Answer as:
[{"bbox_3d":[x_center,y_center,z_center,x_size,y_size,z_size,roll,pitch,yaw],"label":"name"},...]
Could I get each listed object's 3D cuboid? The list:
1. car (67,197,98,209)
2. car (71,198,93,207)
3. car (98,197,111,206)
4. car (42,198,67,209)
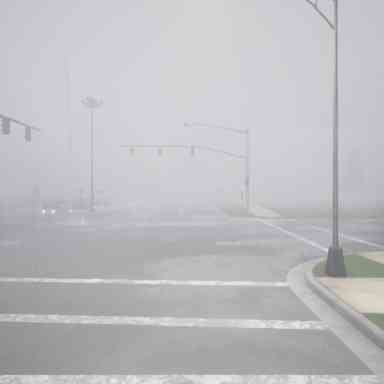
[{"bbox_3d":[-14.506,1.505,44.325,1.837,1.490,4.892,0,0,1],"label":"car"},{"bbox_3d":[-17.842,1.601,53.980,1.895,1.301,4.718,0,0,1],"label":"car"},{"bbox_3d":[-14.342,1.564,53.231,1.994,1.385,4.181,0,0,2],"label":"car"},{"bbox_3d":[-18.007,1.547,44.397,2.033,1.411,5.357,0,0,1],"label":"car"}]
